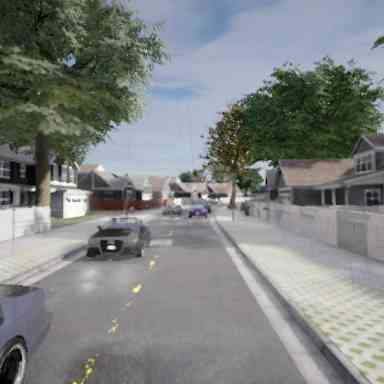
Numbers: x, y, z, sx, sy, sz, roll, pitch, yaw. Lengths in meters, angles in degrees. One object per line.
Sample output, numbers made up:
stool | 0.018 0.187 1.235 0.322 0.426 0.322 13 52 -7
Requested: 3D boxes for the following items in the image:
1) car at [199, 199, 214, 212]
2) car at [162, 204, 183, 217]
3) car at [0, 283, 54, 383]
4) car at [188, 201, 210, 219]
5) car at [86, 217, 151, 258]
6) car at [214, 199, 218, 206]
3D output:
car | 1.519 1.892 44.714 2.097 1.767 4.553 0 -1 6
car | -2.115 2.021 37.442 1.994 1.385 4.181 0 -1 4
car | -2.855 1.576 2.299 2.033 1.411 5.357 0 -1 1
car | 0.656 1.950 34.565 1.812 1.442 4.674 0 -1 3
car | -2.793 1.732 13.411 1.994 1.385 4.181 0 -1 -1
car | 4.686 2.335 77.420 1.882 1.535 5.008 0 -1 15
